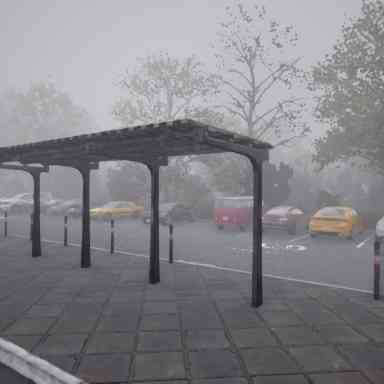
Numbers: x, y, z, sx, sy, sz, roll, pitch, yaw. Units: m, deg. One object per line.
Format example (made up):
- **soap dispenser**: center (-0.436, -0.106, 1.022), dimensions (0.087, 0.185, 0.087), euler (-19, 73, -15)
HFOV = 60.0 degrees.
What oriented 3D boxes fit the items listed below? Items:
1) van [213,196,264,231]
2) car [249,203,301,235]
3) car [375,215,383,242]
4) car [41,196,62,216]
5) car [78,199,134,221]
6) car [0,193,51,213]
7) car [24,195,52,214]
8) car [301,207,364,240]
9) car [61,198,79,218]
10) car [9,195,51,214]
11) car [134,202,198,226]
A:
- **van**: center (3.146, 1.247, 20.596), dimensions (1.878, 1.987, 4.442), euler (0, 0, 35)
- **car**: center (5.338, 1.528, 18.894), dimensions (2.002, 1.452, 4.674), euler (0, 0, 35)
- **car**: center (9.867, 1.556, 15.681), dimensions (2.002, 1.452, 4.674), euler (0, 0, 35)
- **car**: center (-10.499, 1.391, 30.144), dimensions (2.231, 1.521, 4.892), euler (0, 0, 35)
- **car**: center (-6.084, 1.415, 26.776), dimensions (1.946, 1.575, 5.366), euler (0, 0, 35)
- **car**: center (-17.310, 1.097, 34.934), dimensions (2.435, 2.045, 5.566), euler (0, 0, 35)
- **car**: center (-12.764, 1.376, 31.750), dimensions (2.097, 1.535, 5.008), euler (0, 0, 35)
- **car**: center (7.602, 1.502, 17.285), dimensions (2.097, 1.535, 5.008), euler (0, 0, 35)
- **car**: center (-8.223, 1.433, 28.557), dimensions (2.163, 1.488, 4.792), euler (0, 0, 35)
- **car**: center (-15.028, 1.362, 33.356), dimensions (2.097, 1.535, 5.008), euler (0, 0, 35)
- **car**: center (-1.466, 1.475, 23.690), dimensions (2.163, 1.488, 4.792), euler (0, 0, 35)
